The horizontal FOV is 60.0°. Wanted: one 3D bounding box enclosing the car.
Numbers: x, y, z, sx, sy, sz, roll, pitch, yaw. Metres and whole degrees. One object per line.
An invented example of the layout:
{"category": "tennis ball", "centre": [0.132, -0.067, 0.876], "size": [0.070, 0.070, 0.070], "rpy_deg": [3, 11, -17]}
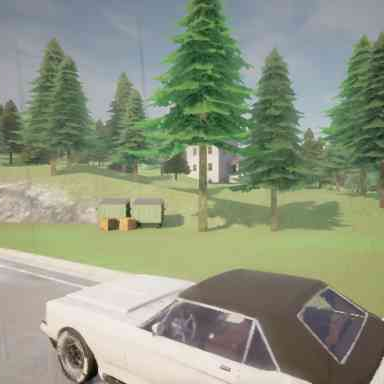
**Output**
{"category": "car", "centre": [0.368, 1.601, 3.730], "size": [4.718, 1.301, 1.895], "rpy_deg": [0, 0, 35]}
